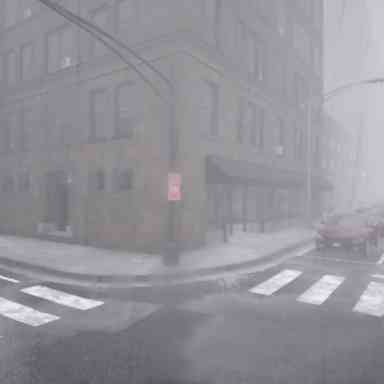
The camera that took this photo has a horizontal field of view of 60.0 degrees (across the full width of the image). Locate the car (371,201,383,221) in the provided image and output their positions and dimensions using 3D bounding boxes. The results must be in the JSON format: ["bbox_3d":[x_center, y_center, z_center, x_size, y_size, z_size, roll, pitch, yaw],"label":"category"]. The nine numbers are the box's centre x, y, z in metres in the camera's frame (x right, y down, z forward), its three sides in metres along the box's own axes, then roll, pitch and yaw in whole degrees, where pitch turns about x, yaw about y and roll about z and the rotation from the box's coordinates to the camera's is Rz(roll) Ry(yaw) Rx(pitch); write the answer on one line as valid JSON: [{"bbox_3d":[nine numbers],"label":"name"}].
[{"bbox_3d":[15.662,1.504,26.448,1.947,1.339,4.313,1,1,35],"label":"car"}]

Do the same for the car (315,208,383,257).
[{"bbox_3d":[6.129,1.513,12.961,1.887,1.381,4.507,1,1,35],"label":"car"}]

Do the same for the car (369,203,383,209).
[{"bbox_3d":[9.307,1.503,17.457,1.887,1.381,4.507,1,1,35],"label":"car"}]
